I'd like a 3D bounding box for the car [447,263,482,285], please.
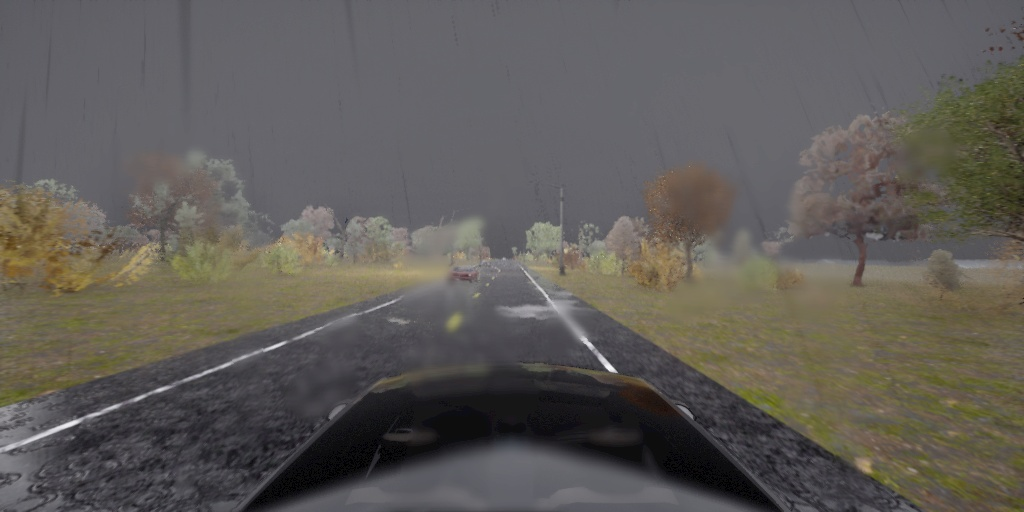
[{"bbox_3d":[-3.597,1.395,26.689,1.895,1.301,4.718,0,0,0],"label":"car"}]
